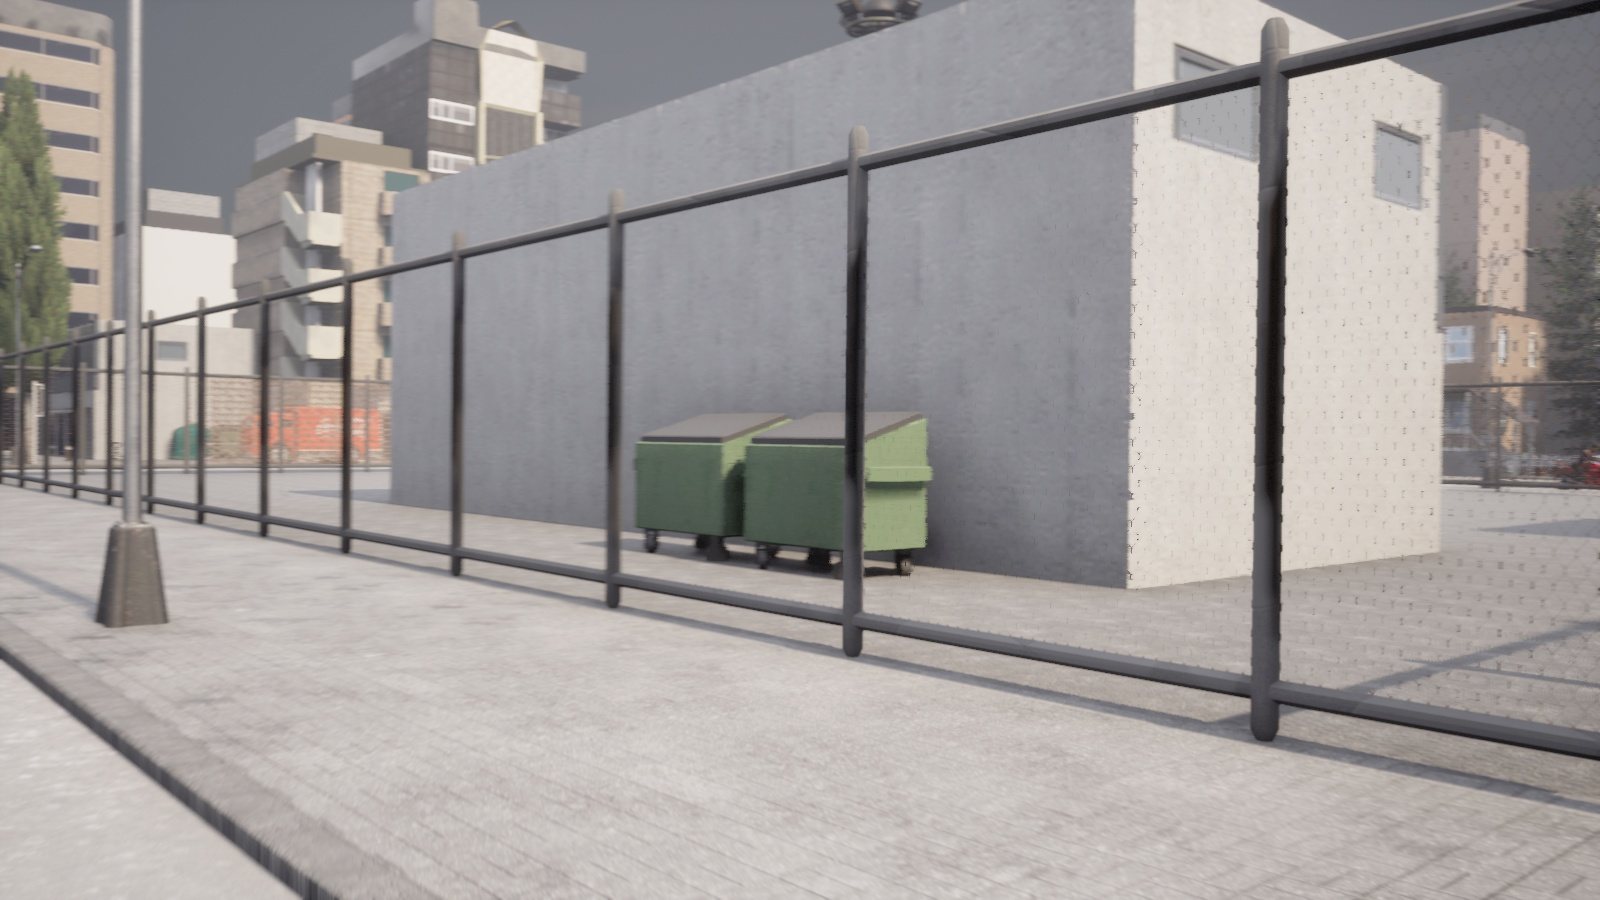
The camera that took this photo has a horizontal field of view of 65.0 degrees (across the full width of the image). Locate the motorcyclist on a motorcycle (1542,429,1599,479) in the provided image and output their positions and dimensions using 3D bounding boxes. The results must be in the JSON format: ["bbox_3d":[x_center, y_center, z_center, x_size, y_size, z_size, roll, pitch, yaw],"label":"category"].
[{"bbox_3d":[24.693,0.117,39.657,0.797,1.523,2.044,-1,1,-41],"label":"motorcyclist on a motorcycle"}]

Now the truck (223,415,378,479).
[{"bbox_3d":[-20.223,-0.166,50.961,5.204,2.467,2.627,-1,1,-42],"label":"truck"}]
